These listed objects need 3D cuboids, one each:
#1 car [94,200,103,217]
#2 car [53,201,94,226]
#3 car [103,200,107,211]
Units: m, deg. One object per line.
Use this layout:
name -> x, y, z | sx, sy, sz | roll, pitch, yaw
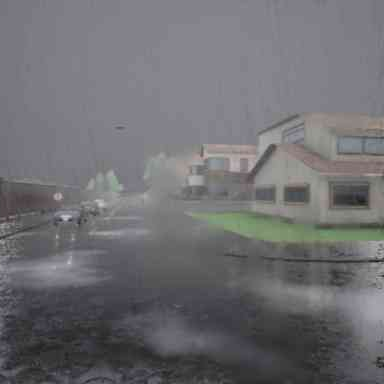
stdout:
car -> -10.592, 1.686, 34.157 | 1.837, 1.490, 4.892 | 0, 0, -9
car -> -8.957, 1.616, 24.881 | 2.128, 1.511, 4.902 | 0, 0, -10
car -> -12.319, 1.766, 43.970 | 1.812, 1.442, 4.674 | 0, 0, -10
